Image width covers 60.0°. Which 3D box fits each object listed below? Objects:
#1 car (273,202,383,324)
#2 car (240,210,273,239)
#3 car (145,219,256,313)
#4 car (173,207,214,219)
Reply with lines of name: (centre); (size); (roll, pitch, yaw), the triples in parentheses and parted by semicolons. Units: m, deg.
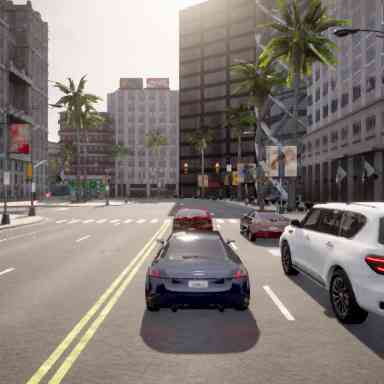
car: (3.599, 1.221, 7.270); (2.150, 2.045, 5.566); (0, 0, 0)
car: (3.593, 1.564, 16.635); (1.994, 1.385, 4.181); (0, 0, 0)
car: (0.087, 1.562, 7.770); (1.994, 1.385, 4.181); (0, 0, -1)
car: (0.086, 1.478, 16.756); (1.882, 1.535, 5.008); (0, 0, 2)
